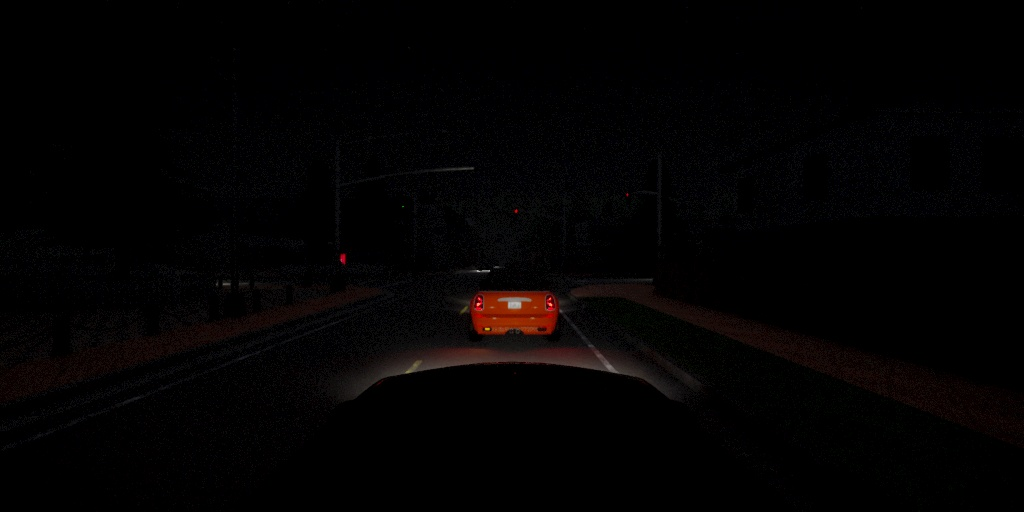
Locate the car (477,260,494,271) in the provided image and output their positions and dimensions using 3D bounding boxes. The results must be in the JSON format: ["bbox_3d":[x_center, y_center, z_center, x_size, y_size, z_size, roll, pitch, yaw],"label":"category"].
[{"bbox_3d":[-3.615,1.253,49.153,1.994,1.385,4.181,0,0,0],"label":"car"}]

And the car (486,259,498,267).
[{"bbox_3d":[-3.588,1.233,64.949,1.994,1.385,4.181,0,0,0],"label":"car"}]

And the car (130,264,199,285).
[{"bbox_3d":[-23.984,1.262,24.344,4.674,1.442,1.812,0,0,-2],"label":"car"}]

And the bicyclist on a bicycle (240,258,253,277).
[{"bbox_3d":[-23.575,1.028,31.822,0.582,1.620,1.656,0,0,-2],"label":"bicyclist on a bicycle"}]

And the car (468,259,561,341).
[{"bbox_3d":[0.067,1.092,9.977,2.097,1.767,4.553,0,0,0],"label":"car"}]
